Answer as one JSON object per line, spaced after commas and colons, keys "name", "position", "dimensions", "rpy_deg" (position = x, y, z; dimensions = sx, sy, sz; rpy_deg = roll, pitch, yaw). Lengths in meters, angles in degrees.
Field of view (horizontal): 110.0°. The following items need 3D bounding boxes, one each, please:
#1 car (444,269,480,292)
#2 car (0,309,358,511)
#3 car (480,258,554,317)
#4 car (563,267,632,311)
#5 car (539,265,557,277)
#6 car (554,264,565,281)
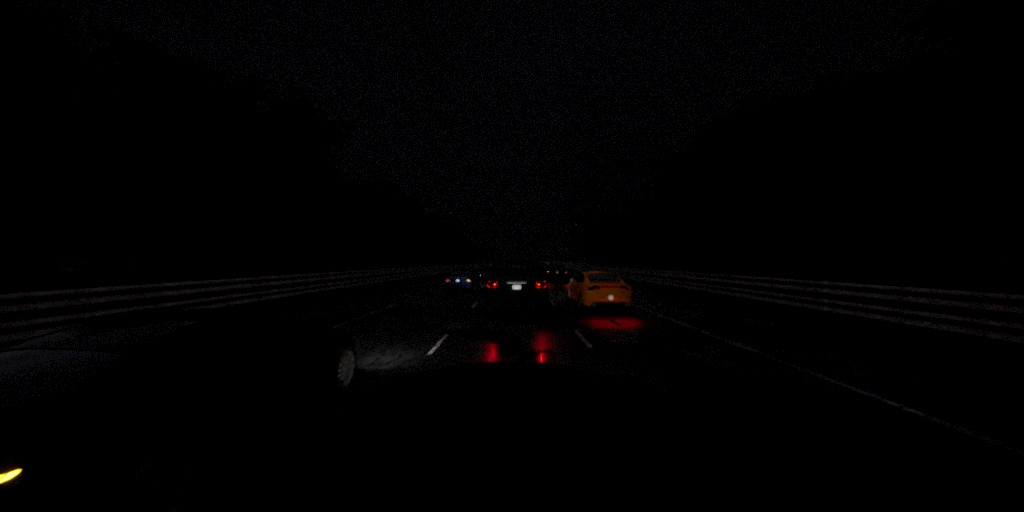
{"name": "car", "position": [-3.149, 1.543, 23.681], "dimensions": [2.033, 1.411, 5.357], "rpy_deg": [0, -1, 1]}
{"name": "car", "position": [-3.388, 1.294, 3.838], "dimensions": [1.812, 1.442, 4.674], "rpy_deg": [0, 0, 0]}
{"name": "car", "position": [0.184, 1.103, 13.956], "dimensions": [2.150, 2.045, 5.566], "rpy_deg": [0, -1, 1]}
{"name": "car", "position": [3.608, 1.380, 15.426], "dimensions": [1.882, 1.535, 5.008], "rpy_deg": [0, -1, 1]}
{"name": "car", "position": [4.482, 1.864, 45.355], "dimensions": [2.033, 1.411, 5.357], "rpy_deg": [0, -1, 3]}
{"name": "car", "position": [4.025, 1.488, 33.353], "dimensions": [2.097, 1.767, 4.553], "rpy_deg": [0, -1, 2]}
